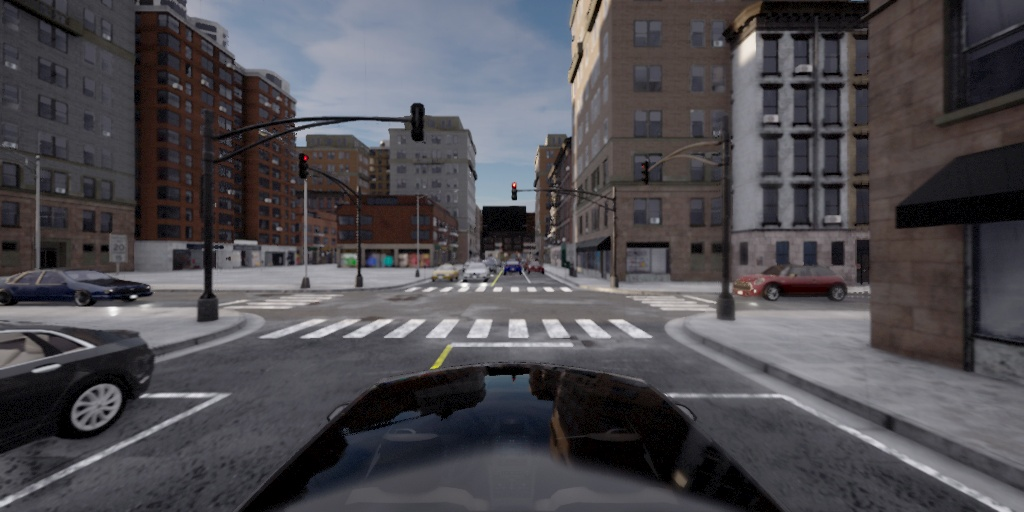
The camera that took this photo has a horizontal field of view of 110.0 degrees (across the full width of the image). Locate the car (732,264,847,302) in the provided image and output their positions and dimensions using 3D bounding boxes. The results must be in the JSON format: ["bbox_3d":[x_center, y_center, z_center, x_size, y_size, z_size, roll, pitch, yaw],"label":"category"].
[{"bbox_3d":[13.230,1.190,17.315,4.553,1.767,2.097,0,0,-1],"label":"car"}]

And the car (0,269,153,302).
[{"bbox_3d":[-17.801,1.227,14.369,5.357,1.411,2.033,0,0,0],"label":"car"}]

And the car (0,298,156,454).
[{"bbox_3d":[-5.387,1.301,2.718,2.007,1.370,4.403,0,0,0],"label":"car"}]

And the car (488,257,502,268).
[{"bbox_3d":[-2.753,1.301,62.784,2.128,1.511,4.902,0,0,0],"label":"car"}]

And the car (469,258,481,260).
[{"bbox_3d":[-5.384,1.342,46.549,2.007,1.370,4.403,0,0,0],"label":"car"}]

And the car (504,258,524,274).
[{"bbox_3d":[0.103,1.264,41.055,1.882,1.535,5.008,0,0,0],"label":"car"}]

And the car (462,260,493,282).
[{"bbox_3d":[-2.844,1.301,29.533,1.812,1.442,4.674,0,0,0],"label":"car"}]

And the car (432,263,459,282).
[{"bbox_3d":[-5.385,1.301,29.394,1.751,1.417,4.829,0,0,0],"label":"car"}]

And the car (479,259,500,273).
[{"bbox_3d":[-2.833,1.352,42.885,1.994,1.385,4.181,0,0,0],"label":"car"}]

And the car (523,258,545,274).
[{"bbox_3d":[2.641,1.226,40.886,1.967,1.591,4.097,0,0,0],"label":"car"}]
